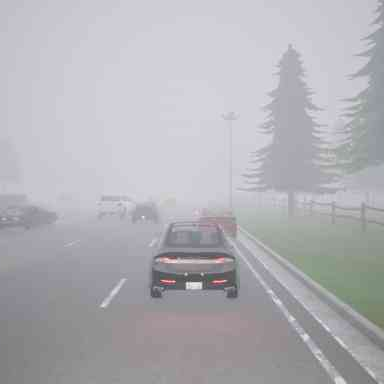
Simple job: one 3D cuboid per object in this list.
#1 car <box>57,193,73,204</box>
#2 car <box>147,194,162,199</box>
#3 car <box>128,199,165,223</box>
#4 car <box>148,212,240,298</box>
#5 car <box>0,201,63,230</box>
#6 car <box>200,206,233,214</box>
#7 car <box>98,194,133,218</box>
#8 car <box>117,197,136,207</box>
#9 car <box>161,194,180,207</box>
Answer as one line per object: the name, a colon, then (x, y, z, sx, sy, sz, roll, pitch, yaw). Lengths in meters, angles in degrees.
car: (-24.479, 1.221, 63.971, 2.150, 2.045, 5.566, 0, 0, -32)
car: (-6.855, 1.351, 60.601, 2.097, 1.767, 4.553, 0, 0, 0)
car: (-3.382, 1.505, 25.530, 1.837, 1.490, 4.892, 0, 0, 0)
car: (0.058, 1.492, 8.469, 2.128, 1.511, 4.902, 0, 0, 0)
car: (-10.386, 1.547, 21.020, 2.033, 1.411, 5.357, 0, 0, 0)
car: (1.238, 1.478, 17.810, 1.882, 1.535, 5.008, 0, 0, 0)
car: (-6.876, 1.221, 30.326, 2.150, 2.045, 5.566, 0, 0, 0)
car: (-10.361, 1.547, 52.956, 2.033, 1.411, 5.357, 0, 0, 0)
car: (-3.361, 1.477, 52.760, 1.882, 1.535, 5.008, 0, 0, 0)
